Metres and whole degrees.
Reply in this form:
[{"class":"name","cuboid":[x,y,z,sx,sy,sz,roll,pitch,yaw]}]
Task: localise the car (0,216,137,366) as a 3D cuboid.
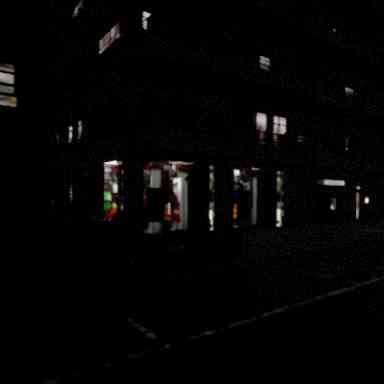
[{"class":"car","cuboid":[-3.151,1.315,4.290,5.009,1.841,2.192,0,1,-35]}]
